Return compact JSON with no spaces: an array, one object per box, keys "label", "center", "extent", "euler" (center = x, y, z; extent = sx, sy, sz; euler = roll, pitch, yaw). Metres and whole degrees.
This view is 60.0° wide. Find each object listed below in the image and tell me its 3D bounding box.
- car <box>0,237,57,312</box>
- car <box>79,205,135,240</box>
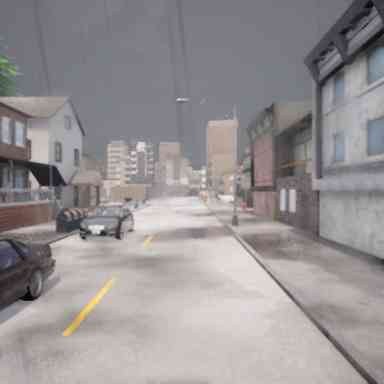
[{"label":"car","center":[-4.103,1.527,5.560],"extent":[2.033,1.411,5.357],"euler":[0,0,0]},{"label":"car","center":[-4.081,1.427,16.630],"extent":[2.128,1.511,4.902],"euler":[0,0,0]}]
